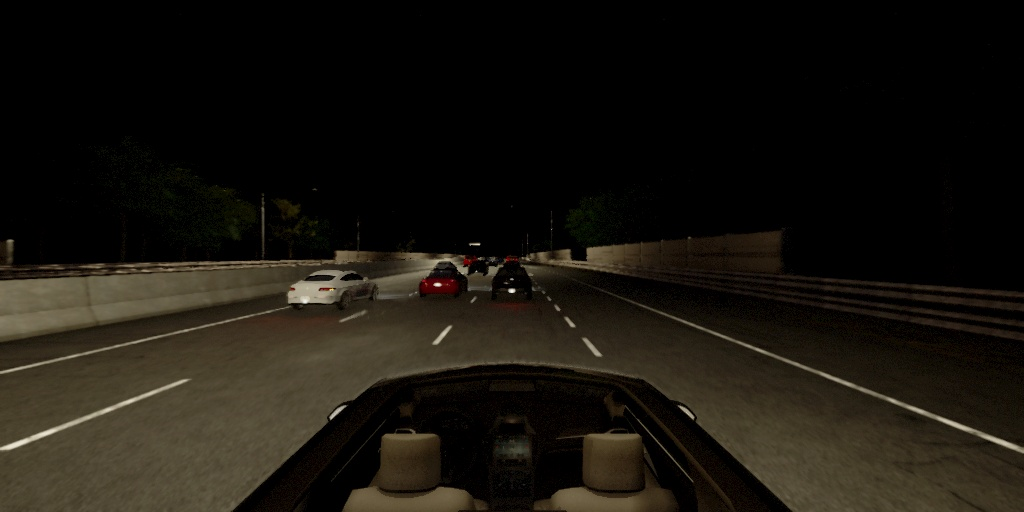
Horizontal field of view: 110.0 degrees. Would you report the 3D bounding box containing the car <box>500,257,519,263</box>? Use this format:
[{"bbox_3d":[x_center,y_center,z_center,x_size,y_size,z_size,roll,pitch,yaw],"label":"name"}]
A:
[{"bbox_3d":[-0.012,1.218,37.855,1.882,1.535,5.008,0,0,0],"label":"car"}]

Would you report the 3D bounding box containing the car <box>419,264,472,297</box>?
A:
[{"bbox_3d":[-3.505,1.319,18.936,1.994,1.385,4.181,0,0,0],"label":"car"}]

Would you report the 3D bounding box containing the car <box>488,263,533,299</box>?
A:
[{"bbox_3d":[-0.005,1.262,18.054,1.837,1.490,4.892,0,0,0],"label":"car"}]

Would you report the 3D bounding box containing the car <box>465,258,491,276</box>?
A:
[{"bbox_3d":[-3.512,1.247,37.842,1.837,1.490,4.892,0,0,0],"label":"car"}]

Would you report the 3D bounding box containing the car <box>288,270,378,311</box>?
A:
[{"bbox_3d":[-7.005,1.281,14.448,1.812,1.442,4.674,0,0,0],"label":"car"}]

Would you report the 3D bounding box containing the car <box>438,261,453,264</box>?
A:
[{"bbox_3d":[-7.013,1.266,37.835,1.812,1.442,4.674,0,0,0],"label":"car"}]

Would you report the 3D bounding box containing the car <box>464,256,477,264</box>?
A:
[{"bbox_3d":[-7.019,0.951,61.962,2.150,2.045,5.566,0,0,0],"label":"car"}]
